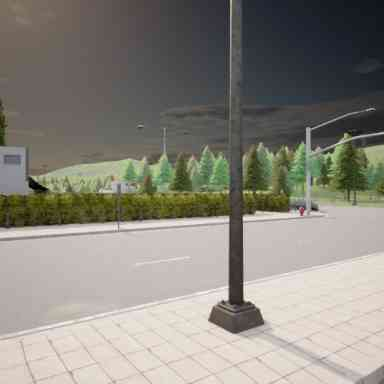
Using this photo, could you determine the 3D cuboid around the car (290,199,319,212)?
[{"bbox_3d":[12.792,1.564,39.383,1.994,1.385,4.181,0,0,-35],"label":"car"}]
